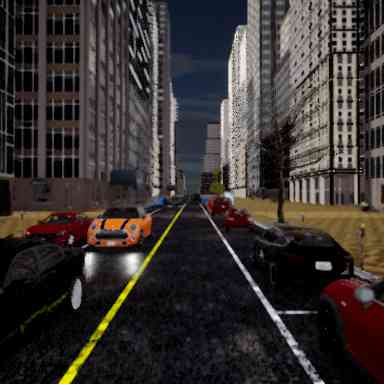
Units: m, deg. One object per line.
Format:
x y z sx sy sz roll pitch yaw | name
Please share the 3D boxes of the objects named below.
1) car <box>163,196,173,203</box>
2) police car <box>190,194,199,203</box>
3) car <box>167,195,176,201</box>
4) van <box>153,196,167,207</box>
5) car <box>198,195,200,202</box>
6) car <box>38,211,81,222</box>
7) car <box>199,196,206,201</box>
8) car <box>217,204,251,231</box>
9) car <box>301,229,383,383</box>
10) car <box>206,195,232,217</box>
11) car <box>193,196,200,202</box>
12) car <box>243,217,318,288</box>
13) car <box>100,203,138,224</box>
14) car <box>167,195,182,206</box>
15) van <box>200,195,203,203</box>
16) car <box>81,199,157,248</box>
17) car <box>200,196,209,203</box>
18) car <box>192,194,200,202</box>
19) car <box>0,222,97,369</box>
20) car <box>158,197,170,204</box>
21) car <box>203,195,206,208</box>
-5.507 1.730 77.397 2.008 1.369 4.403 1 0 0 | car
1.065 1.600 72.039 1.930 1.638 5.238 0 0 0 | police car
-5.478 1.649 88.776 1.967 1.590 4.097 1 0 0 | car
-5.559 1.463 54.641 1.690 1.788 3.998 1 0 0 | van
2.847 1.713 65.978 2.008 1.369 4.403 1 0 0 | car
-5.666 1.572 14.818 1.887 1.381 4.507 1 0 0 | car
2.915 1.786 94.422 2.008 1.369 4.403 1 0 0 | car
2.737 1.634 20.466 1.802 1.307 4.206 1 0 0 | car
2.819 1.453 3.402 1.967 1.590 4.097 1 0 0 | car
2.767 1.395 31.845 2.192 1.841 5.009 1 0 0 | car
1.088 1.706 81.930 1.837 1.490 4.892 0 0 0 | car
2.776 1.592 9.090 1.947 1.339 4.313 1 0 0 | car
-5.630 1.620 26.194 1.947 1.339 4.313 1 0 0 | car
-2.908 1.490 59.371 2.097 1.767 4.553 0 0 1 | car
2.835 1.489 60.290 1.690 1.788 3.998 1 0 0 | van
-3.041 1.383 14.963 2.097 1.767 4.553 0 0 1 | car
2.874 1.742 77.356 2.008 1.369 4.403 1 0 0 | car
1.103 1.441 87.960 2.150 2.045 5.566 0 0 0 | car
-3.096 1.485 4.837 1.882 1.535 5.008 0 0 0 | car
-5.534 1.716 66.019 1.947 1.339 4.313 1 0 0 | car
2.781 1.408 37.534 2.192 1.841 5.009 1 0 0 | car
